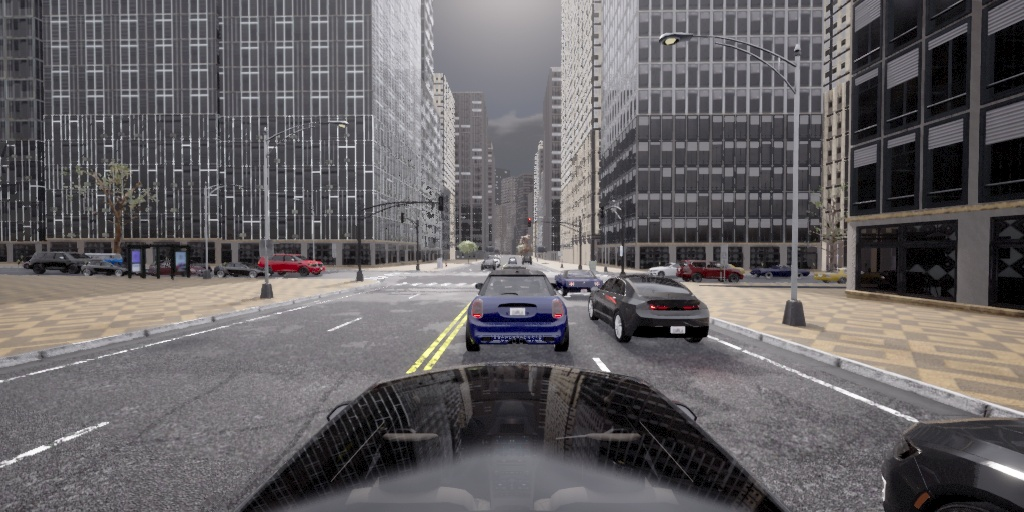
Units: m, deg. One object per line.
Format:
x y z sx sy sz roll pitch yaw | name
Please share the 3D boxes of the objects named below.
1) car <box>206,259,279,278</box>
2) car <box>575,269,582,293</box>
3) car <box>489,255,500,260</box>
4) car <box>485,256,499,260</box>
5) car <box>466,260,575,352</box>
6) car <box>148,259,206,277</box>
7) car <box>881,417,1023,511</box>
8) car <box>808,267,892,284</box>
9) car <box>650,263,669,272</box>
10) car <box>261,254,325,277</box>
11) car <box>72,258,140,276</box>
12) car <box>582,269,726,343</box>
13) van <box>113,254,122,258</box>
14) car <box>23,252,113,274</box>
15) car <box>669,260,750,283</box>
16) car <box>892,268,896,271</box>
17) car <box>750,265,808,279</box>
-22.686 1.174 30.280 4.313 1.339 1.948 0 0 1 | car
3.378 1.342 19.007 1.895 1.301 4.718 0 0 0 | car
-3.233 0.926 60.573 2.150 2.045 5.566 0 0 0 | car
-3.264 1.193 50.625 1.882 1.535 5.008 0 0 0 | car
0.111 1.099 9.091 2.097 1.767 4.553 0 0 0 | car
-28.369 1.139 30.422 4.207 1.307 1.802 0 0 1 | car
3.344 1.255 0.298 1.837 1.490 4.892 0 0 0 | car
27.686 1.579 29.473 4.829 1.417 1.751 0 0 1 | car
15.948 1.384 35.469 4.674 1.442 1.812 0 1 -1 | car
-20.231 0.809 32.929 5.566 2.045 2.150 0 1 1 | car
-34.050 1.070 30.605 4.313 1.339 1.948 0 0 1 | car
3.362 1.251 9.697 1.837 1.490 4.892 0 0 0 | car
-45.227 0.606 39.284 3.998 1.789 1.690 0 0 1 | van
-41.327 0.616 33.403 5.566 2.045 2.150 1 1 2 | car
16.238 1.269 29.689 5.009 1.841 2.192 0 0 1 | car
33.156 1.685 29.370 4.207 1.307 1.802 0 0 1 | car
26.227 1.550 35.279 4.718 1.301 1.895 1 1 1 | car
